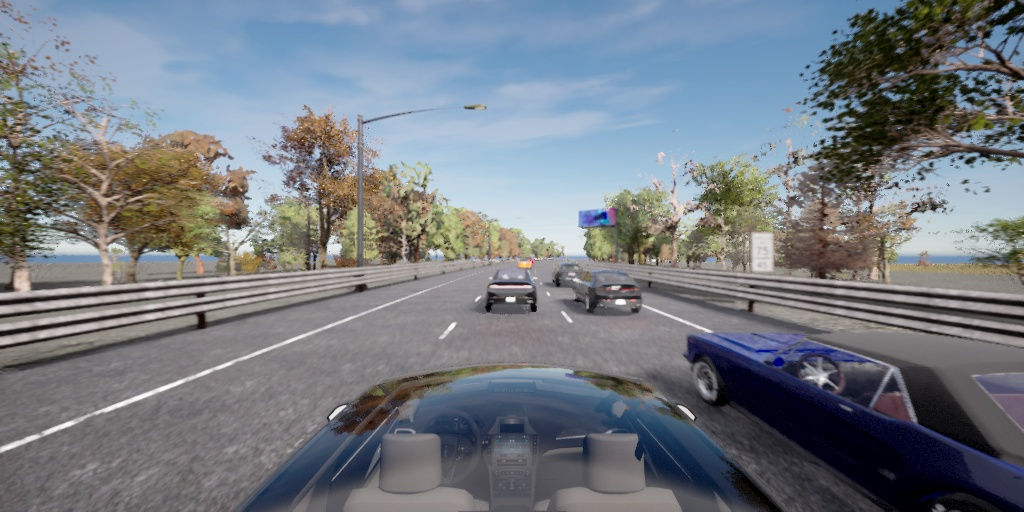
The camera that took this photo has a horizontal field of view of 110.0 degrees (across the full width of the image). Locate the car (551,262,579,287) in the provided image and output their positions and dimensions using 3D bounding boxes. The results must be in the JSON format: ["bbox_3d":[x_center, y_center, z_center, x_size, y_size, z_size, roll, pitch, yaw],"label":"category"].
[{"bbox_3d":[3.844,1.221,25.033,2.033,1.649,4.856,0,0,2],"label":"car"}]

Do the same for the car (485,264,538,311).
[{"bbox_3d":[0.025,1.260,14.527,2.128,1.511,4.902,0,0,2],"label":"car"}]

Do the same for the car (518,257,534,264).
[{"bbox_3d":[2.031,1.208,56.612,2.097,1.767,4.553,0,0,4],"label":"car"}]

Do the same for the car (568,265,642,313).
[{"bbox_3d":[3.593,1.277,14.158,1.837,1.490,4.892,0,0,1],"label":"car"}]

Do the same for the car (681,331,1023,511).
[{"bbox_3d":[3.495,1.358,3.311,1.895,1.301,4.718,0,0,0],"label":"car"}]
